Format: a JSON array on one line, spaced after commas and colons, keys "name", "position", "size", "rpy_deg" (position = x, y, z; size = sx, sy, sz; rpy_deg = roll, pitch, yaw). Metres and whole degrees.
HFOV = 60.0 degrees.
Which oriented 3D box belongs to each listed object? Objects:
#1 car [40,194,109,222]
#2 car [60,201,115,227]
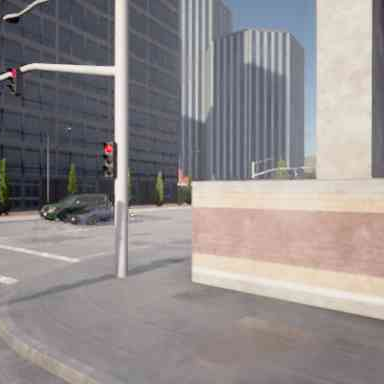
[{"name": "car", "position": [-8.792, 1.209, 25.781], "size": [2.150, 2.045, 5.566], "rpy_deg": [0, 0, 36]}, {"name": "car", "position": [-6.479, 1.562, 22.999], "size": [1.994, 1.385, 4.181], "rpy_deg": [0, 0, 36]}]
